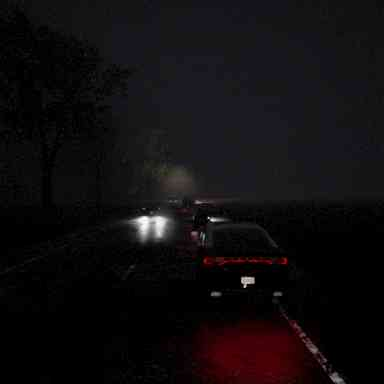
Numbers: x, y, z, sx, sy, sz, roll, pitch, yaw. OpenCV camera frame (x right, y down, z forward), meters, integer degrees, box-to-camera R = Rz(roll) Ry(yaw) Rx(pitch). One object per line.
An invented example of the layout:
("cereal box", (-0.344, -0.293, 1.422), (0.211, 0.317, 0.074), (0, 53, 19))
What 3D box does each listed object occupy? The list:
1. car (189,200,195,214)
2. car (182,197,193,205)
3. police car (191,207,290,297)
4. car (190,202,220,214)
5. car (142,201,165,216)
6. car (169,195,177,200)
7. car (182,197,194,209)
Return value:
("car", (0.886, 1.535, 24.623), (1.812, 1.442, 4.674), (0, 0, -1))
("car", (-0.807, 1.613, 61.882), (1.994, 1.385, 4.181), (0, 0, -1))
("police car", (1.017, 1.426, 8.718), (1.930, 1.638, 5.238), (0, 0, 0))
("car", (0.945, 1.511, 18.618), (1.837, 1.490, 4.892), (0, 0, -1))
("car", (-3.779, 1.617, 32.976), (1.895, 1.301, 4.718), (0, 0, -1))
("car", (-5.188, 1.579, 91.391), (1.882, 1.535, 5.008), (0, 0, -2))
("car", (-0.468, 1.631, 46.916), (1.895, 1.301, 4.718), (0, 0, -1))
